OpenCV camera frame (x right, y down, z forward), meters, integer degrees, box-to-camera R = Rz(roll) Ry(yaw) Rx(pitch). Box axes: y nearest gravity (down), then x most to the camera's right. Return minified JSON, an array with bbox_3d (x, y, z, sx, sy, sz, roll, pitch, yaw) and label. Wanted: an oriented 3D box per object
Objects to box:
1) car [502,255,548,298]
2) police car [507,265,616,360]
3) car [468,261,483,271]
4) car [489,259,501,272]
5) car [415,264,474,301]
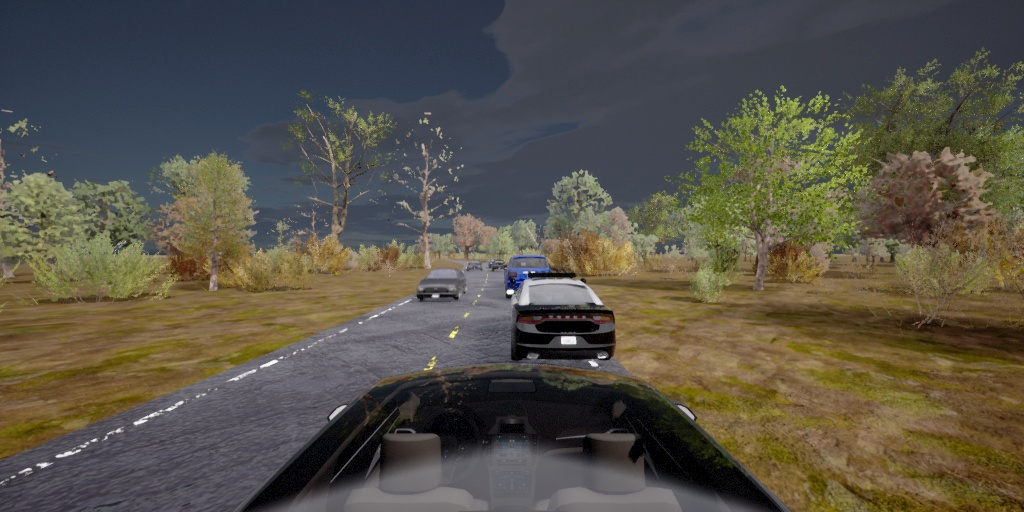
[{"bbox_3d":[0.736,0.972,18.411,2.150,2.045,5.566,0,0,-2],"label":"car"},{"bbox_3d":[0.908,1.174,8.443,1.930,1.638,5.238,0,0,0],"label":"police car"},{"bbox_3d":[-4.882,1.315,47.448,1.994,1.385,4.181,0,0,-5],"label":"car"},{"bbox_3d":[-1.737,1.254,46.942,1.837,1.490,4.892,0,0,-5],"label":"car"},{"bbox_3d":[-3.266,1.296,17.657,2.033,1.411,5.357,0,0,-2],"label":"car"}]
